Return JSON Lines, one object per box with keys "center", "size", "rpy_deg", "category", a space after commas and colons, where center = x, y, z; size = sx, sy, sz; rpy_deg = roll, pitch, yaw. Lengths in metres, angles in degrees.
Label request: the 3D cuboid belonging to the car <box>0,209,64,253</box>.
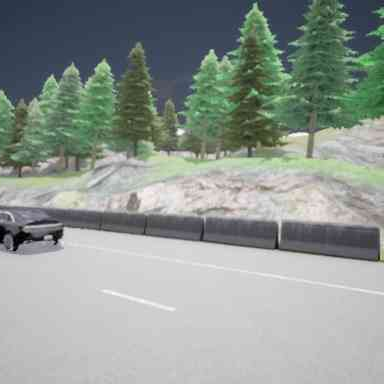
{"center": [-7.205, 1.435, 13.561], "size": [4.902, 1.511, 2.128], "rpy_deg": [0, 0, 36], "category": "car"}
